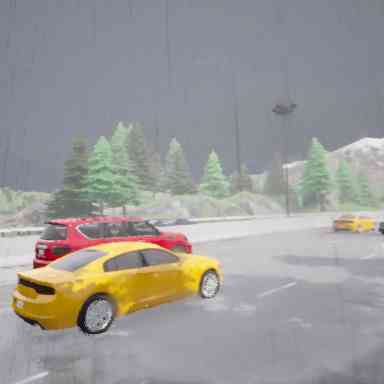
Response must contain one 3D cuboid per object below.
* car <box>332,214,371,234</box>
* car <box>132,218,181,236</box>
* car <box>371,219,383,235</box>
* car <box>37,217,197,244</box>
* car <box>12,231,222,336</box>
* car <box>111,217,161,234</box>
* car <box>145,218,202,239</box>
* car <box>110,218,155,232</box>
[{"bbox_3d":[13.283,2.505,27.124,5.008,1.535,1.882,1,-4,-42],"label":"car"},{"bbox_3d":[-3.237,3.190,30.792,4.181,1.385,1.994,1,-4,-44],"label":"car"},{"bbox_3d":[15.392,2.386,24.363,5.357,1.411,2.033,1,-4,-43],"label":"car"},{"bbox_3d":[-2.483,1.877,11.587,2.150,2.045,5.566,-4,-4,45],"label":"car"},{"bbox_3d":[-1.353,1.913,7.754,1.882,1.535,5.008,-4,-4,45],"label":"car"},{"bbox_3d":[-5.571,3.340,33.403,4.674,1.442,1.812,1,-4,-44],"label":"car"},{"bbox_3d":[-1.454,2.951,27.656,4.674,1.442,1.812,1,-4,-45],"label":"car"},{"bbox_3d":[-6.634,3.633,37.267,4.718,1.301,1.895,1,-4,-44],"label":"car"}]
